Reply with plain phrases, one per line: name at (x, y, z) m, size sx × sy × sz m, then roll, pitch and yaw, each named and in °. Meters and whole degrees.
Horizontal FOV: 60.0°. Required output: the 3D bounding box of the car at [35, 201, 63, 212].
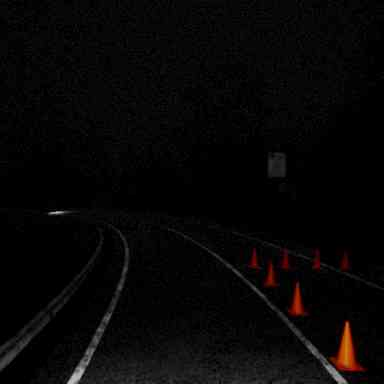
car at (-19.997, 2.022, 46.186) m, size 5.357 × 1.411 × 2.033 m, roll -2°, pitch 1°, yaw 42°

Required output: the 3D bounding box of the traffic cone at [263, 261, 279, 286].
traffic cone at (2.023, 2.076, 8.531) m, size 0.340 × 0.580 × 0.340 m, roll 1°, pitch 0°, yaw -1°

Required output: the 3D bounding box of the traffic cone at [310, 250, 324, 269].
traffic cone at (3.971, 2.125, 10.566) m, size 0.340 × 0.580 × 0.340 m, roll 1°, pitch 0°, yaw 0°
